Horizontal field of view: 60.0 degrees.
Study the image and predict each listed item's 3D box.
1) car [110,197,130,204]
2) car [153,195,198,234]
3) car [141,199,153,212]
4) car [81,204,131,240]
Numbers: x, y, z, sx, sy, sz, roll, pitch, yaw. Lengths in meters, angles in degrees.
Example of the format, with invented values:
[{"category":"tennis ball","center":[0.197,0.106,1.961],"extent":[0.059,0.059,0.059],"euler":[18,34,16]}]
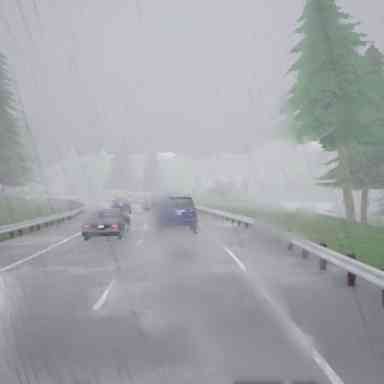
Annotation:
[{"category":"car","center":[-7.711,1.335,35.697],"extent":[2.097,1.767,4.553],"euler":[0,0,-14]},{"category":"car","center":[-1.005,1.207,19.464],"extent":[2.150,2.045,5.566],"euler":[0,0,-7]},{"category":"car","center":[-4.722,1.523,38.245],"extent":[2.033,1.411,5.357],"euler":[0,0,-16]},{"category":"car","center":[-4.211,1.540,16.926],"extent":[2.033,1.411,5.357],"euler":[0,0,-6]}]
